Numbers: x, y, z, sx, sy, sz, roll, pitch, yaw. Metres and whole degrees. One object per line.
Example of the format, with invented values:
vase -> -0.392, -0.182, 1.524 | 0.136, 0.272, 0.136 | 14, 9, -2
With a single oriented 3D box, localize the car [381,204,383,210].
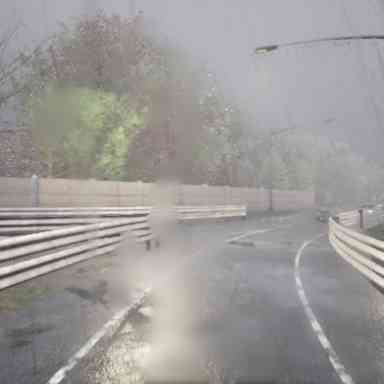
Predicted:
car -> 36.154, 2.626, 61.051 | 1.812, 1.442, 4.674 | 1, 0, 37

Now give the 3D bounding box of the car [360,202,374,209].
car -> 32.968, 2.573, 62.633 | 1.895, 1.301, 4.718 | 1, 0, 37

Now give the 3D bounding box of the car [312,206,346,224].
car -> 11.445, 1.908, 27.654 | 2.128, 1.511, 4.902 | 1, -1, 36
